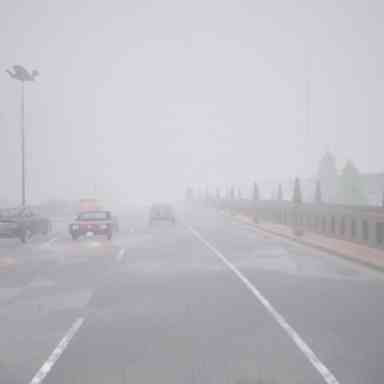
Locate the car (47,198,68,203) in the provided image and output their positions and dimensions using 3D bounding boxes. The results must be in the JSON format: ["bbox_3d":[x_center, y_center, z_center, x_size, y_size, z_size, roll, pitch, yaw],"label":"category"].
[{"bbox_3d":[-19.592,1.650,49.804,1.994,1.385,4.181,0,0,-7],"label":"car"}]

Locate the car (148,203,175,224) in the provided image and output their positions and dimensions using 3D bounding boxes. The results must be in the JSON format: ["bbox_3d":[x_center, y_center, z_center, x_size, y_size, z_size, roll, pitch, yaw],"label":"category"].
[{"bbox_3d":[-2.263,1.545,24.756,2.033,1.411,5.357,0,0,-7],"label":"car"}]

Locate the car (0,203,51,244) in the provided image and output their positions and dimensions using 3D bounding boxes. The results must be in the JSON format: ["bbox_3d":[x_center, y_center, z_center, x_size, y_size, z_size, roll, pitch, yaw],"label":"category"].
[{"bbox_3d":[-8.281,1.521,15.914,2.128,1.511,4.902,0,0,-6],"label":"car"}]

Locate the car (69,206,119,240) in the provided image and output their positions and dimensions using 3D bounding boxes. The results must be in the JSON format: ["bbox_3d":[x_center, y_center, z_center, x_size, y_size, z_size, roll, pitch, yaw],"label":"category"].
[{"bbox_3d":[-4.901,1.613,17.317,1.895,1.301,4.718,0,0,-7],"label":"car"}]

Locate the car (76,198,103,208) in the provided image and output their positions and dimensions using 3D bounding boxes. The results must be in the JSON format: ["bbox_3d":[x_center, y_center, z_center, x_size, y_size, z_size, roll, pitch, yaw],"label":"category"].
[{"bbox_3d":[-10.483,1.390,34.283,2.097,1.767,4.553,0,0,-7],"label":"car"}]

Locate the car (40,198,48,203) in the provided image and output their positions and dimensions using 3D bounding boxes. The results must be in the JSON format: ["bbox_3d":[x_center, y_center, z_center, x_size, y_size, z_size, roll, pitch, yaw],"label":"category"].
[{"bbox_3d":[-23.765,1.688,55.245,2.128,1.511,4.902,0,-1,-6],"label":"car"}]
